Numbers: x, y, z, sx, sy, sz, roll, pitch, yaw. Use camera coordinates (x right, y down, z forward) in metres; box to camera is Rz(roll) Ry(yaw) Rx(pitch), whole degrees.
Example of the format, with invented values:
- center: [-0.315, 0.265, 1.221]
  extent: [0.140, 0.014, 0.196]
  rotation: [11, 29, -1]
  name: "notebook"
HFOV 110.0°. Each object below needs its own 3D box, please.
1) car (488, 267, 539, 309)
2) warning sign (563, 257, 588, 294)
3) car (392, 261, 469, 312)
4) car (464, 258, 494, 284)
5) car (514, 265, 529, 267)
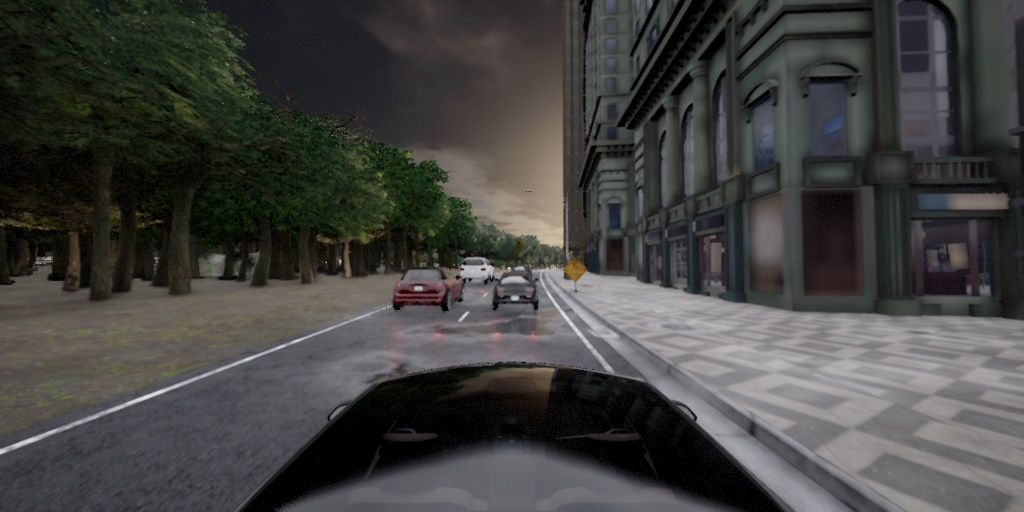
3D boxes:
- center: [0.196, 1.389, 15.508]
  extent: [1.812, 1.442, 4.674]
  rotation: [0, 0, 2]
  name: "car"
- center: [3.304, 0.993, 18.543]
  extent: [1.300, 1.860, 1.060]
  rotation: [0, 0, 2]
  name: "warning sign"
- center: [-3.320, 1.215, 15.147]
  extent: [2.097, 1.767, 4.553]
  rotation: [0, 0, 2]
  name: "car"
- center: [-2.771, 1.157, 29.220]
  extent: [2.150, 2.045, 5.566]
  rotation: [0, 0, 3]
  name: "car"
- center: [0.817, 1.459, 30.337]
  extent: [1.812, 1.442, 4.674]
  rotation: [0, 0, 4]
  name: "car"
